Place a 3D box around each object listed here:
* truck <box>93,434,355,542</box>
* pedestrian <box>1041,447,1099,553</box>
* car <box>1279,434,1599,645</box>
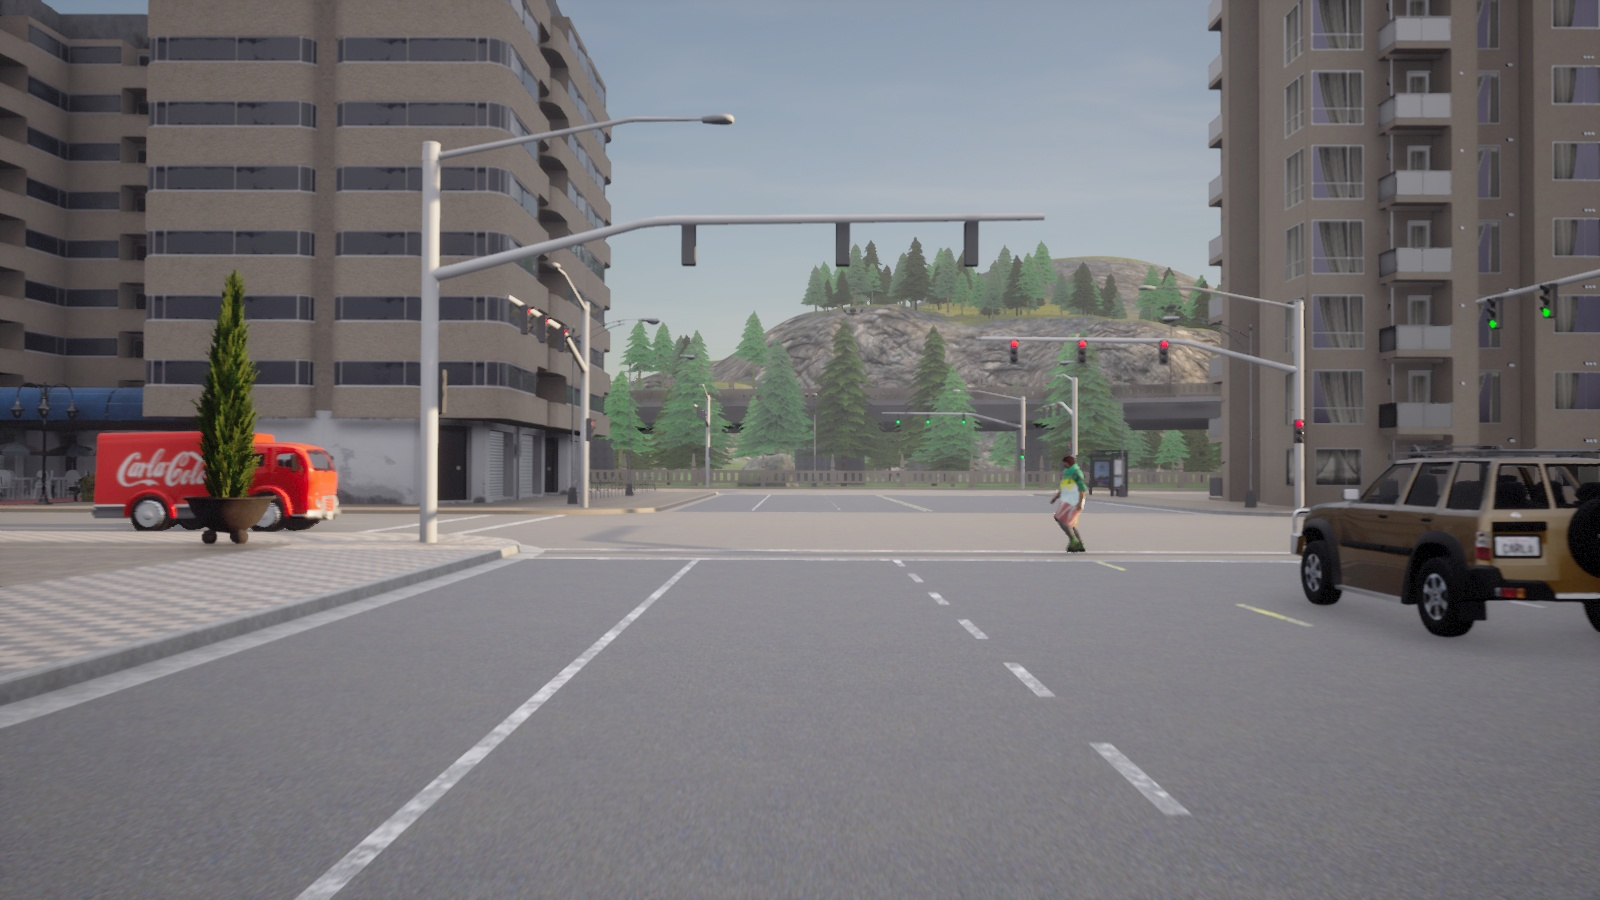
[{"bbox_3d":[-14.030,0.911,30.870,5.204,2.467,2.627,-1,-1,0],"label":"truck"},{"bbox_3d":[5.042,0.926,23.485,0.873,1.952,0.659,0,-1,-6],"label":"pedestrian"},{"bbox_3d":[6.967,0.828,13.411,1.932,1.855,4.605,0,-1,0],"label":"car"}]
